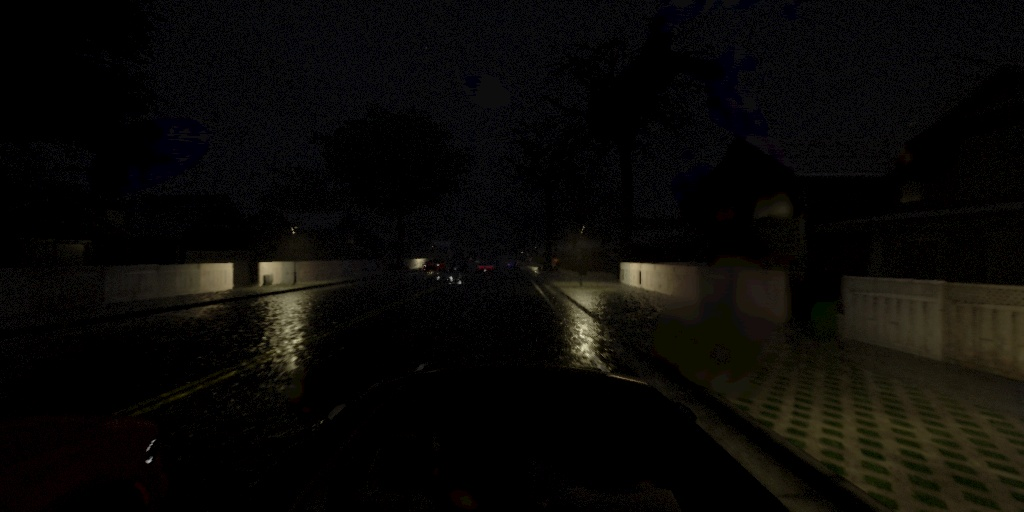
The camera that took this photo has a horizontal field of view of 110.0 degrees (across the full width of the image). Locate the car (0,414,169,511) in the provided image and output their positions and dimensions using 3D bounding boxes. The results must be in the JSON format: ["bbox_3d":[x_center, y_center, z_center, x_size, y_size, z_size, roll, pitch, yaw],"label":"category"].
[{"bbox_3d":[-3.149,1.227,0.210,1.882,1.535,5.008,0,0,0],"label":"car"}]

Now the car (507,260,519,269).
[{"bbox_3d":[0.116,1.354,56.719,2.033,1.411,5.357,0,0,0],"label":"car"}]

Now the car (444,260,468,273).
[{"bbox_3d":[-6.566,1.281,43.994,2.128,1.511,4.902,0,0,0],"label":"car"}]

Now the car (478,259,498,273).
[{"bbox_3d":[-3.140,1.390,44.473,1.895,1.301,4.718,0,0,0],"label":"car"}]

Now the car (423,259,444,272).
[{"bbox_3d":[-9.811,1.142,45.624,2.097,1.767,4.553,0,0,0],"label":"car"}]
